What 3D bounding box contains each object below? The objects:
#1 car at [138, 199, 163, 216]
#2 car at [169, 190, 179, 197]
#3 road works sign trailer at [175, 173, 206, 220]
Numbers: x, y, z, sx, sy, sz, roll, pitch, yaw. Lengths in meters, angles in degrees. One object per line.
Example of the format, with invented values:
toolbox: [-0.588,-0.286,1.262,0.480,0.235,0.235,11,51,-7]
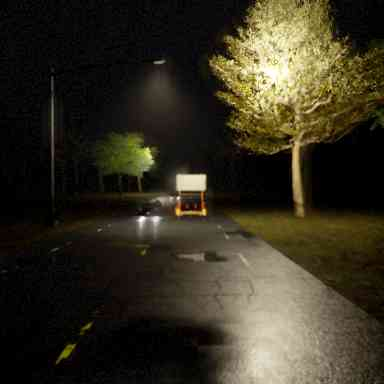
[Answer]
car: [-3.680,1.346,30.531,2.033,1.411,5.357,0,1,0]
car: [-3.686,0.239,71.553,1.812,1.442,4.674,0,2,0]
road works sign trailer: [-0.069,0.320,26.490,2.380,3.560,2.880,0,1,0]
